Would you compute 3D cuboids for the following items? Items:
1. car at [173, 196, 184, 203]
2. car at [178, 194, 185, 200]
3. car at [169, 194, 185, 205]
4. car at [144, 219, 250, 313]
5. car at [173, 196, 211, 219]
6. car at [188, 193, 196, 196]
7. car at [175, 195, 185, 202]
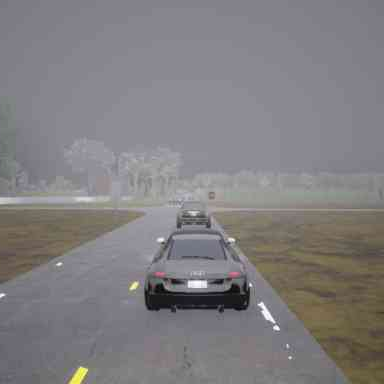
[{"bbox_3d":[-2.785,1.524,67.481,1.994,1.385,4.181,0,0,0],"label":"car"},{"bbox_3d":[-2.774,1.392,91.086,1.882,1.535,5.008,0,0,0],"label":"car"},{"bbox_3d":[-2.845,1.326,57.987,2.097,1.767,4.553,0,0,0],"label":"car"},{"bbox_3d":[0.098,1.566,7.756,1.994,1.385,4.181,0,0,0],"label":"car"},{"bbox_3d":[0.095,1.354,22.017,2.097,1.767,4.553,0,0,0],"label":"car"},{"bbox_3d":[-0.024,1.466,90.373,1.994,1.385,4.181,0,0,0],"label":"car"},{"bbox_3d":[-2.771,1.499,77.372,1.994,1.385,4.181,0,0,0],"label":"car"}]
